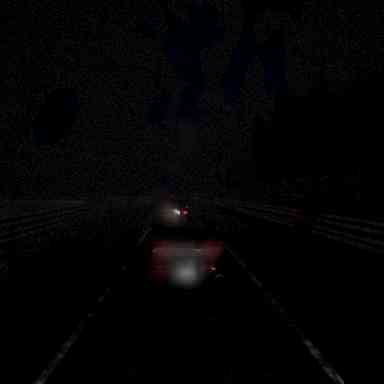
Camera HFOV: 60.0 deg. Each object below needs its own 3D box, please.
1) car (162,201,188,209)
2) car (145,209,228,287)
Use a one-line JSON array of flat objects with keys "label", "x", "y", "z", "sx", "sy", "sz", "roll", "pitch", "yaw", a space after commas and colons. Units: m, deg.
[{"label": "car", "x": -1.260, "y": 1.402, "z": 25.004, "sx": 2.033, "sy": 1.411, "sz": 5.357, "roll": 0, "pitch": 0, "yaw": -4}, {"label": "car", "x": -0.186, "y": 1.438, "z": 9.222, "sx": 2.128, "sy": 1.511, "sz": 4.902, "roll": 0, "pitch": 0, "yaw": -2}]
